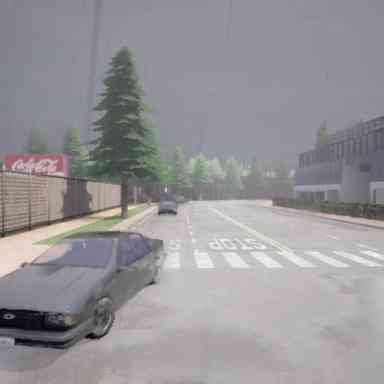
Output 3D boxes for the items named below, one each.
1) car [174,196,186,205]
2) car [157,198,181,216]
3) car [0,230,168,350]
[{"bbox_3d":[-2.261,1.455,57.271,1.837,1.490,4.892,-2,0,10],"label":"car"},{"bbox_3d":[-2.341,1.554,32.446,2.033,1.411,5.357,0,0,-2],"label":"car"},{"bbox_3d":[-1.940,1.551,6.922,2.033,1.411,5.357,0,0,10],"label":"car"}]
